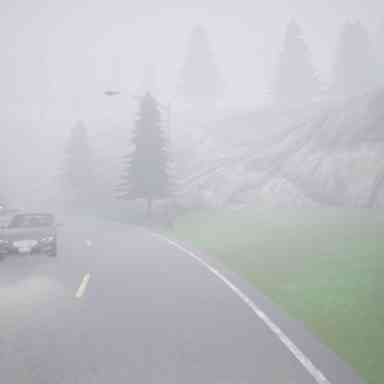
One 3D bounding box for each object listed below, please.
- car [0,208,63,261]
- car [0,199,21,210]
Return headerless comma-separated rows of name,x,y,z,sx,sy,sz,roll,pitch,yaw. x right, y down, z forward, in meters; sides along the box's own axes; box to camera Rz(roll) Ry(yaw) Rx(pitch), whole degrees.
car,-6.092,1.567,12.818,2.128,1.511,4.902,-1,0,-19
car,-16.494,1.268,28.485,4.553,1.767,2.097,-1,0,37
